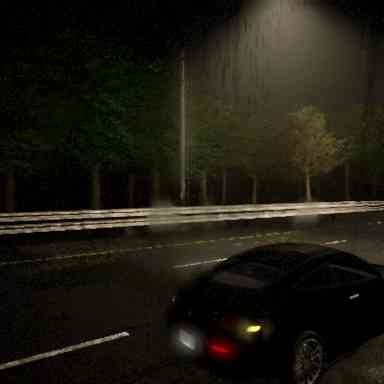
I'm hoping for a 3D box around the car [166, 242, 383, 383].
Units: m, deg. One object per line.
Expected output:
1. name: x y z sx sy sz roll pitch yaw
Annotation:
1. car: 1.820 1.528 5.168 4.674 1.442 1.812 0 0 -35
